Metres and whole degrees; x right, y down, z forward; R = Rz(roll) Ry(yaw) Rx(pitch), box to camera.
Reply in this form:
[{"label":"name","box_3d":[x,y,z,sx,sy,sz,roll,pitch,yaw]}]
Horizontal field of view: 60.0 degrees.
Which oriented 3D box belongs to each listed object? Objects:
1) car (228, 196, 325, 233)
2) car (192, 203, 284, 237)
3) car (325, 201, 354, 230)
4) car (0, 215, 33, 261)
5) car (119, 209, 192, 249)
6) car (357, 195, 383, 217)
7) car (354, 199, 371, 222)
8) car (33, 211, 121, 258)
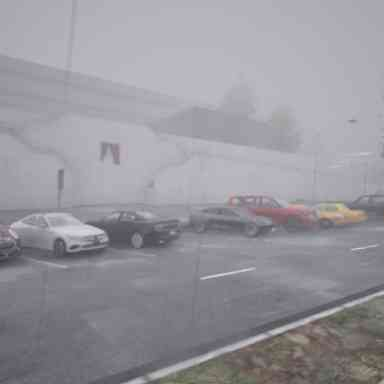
[{"label":"car","box_3d":[4.568,1.235,19.781,5.566,2.045,2.435,-1,-1,34]},{"label":"car","box_3d":[2.126,1.516,18.033,4.792,1.488,2.163,-1,-1,34]},{"label":"car","box_3d":[7.142,1.481,21.428,5.366,1.575,1.946,-1,-1,35]},{"label":"car","box_3d":[-7.701,1.365,11.097,4.553,1.767,2.185,-1,-1,35]},{"label":"car","box_3d":[-2.784,1.493,14.555,5.008,1.535,2.097,-1,0,35]},{"label":"car","box_3d":[14.286,1.252,26.770,5.566,2.045,2.435,-1,-1,35]},{"label":"car","box_3d":[9.274,1.490,23.375,5.366,1.575,1.946,-1,-1,35]},{"label":"car","box_3d":[-5.232,1.533,12.821,4.674,1.452,2.002,-1,-1,35]}]
